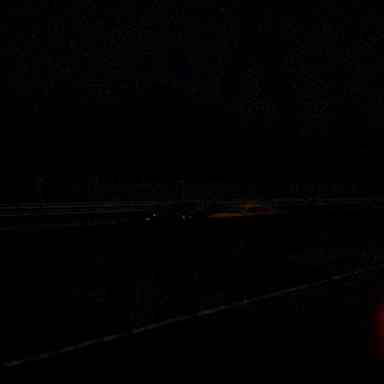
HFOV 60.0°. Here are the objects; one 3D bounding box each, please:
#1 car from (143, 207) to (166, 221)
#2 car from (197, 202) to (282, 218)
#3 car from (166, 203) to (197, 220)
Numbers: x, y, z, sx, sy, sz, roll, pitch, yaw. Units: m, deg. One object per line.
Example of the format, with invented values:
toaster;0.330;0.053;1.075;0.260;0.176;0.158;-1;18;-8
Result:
car;-0.883;1.513;24.744;5.357;1.411;2.033;0;0;-35
car;3.032;1.447;18.931;5.008;1.535;1.882;0;0;-35
car;1.104;1.445;21.855;5.008;1.535;1.882;0;0;-35
